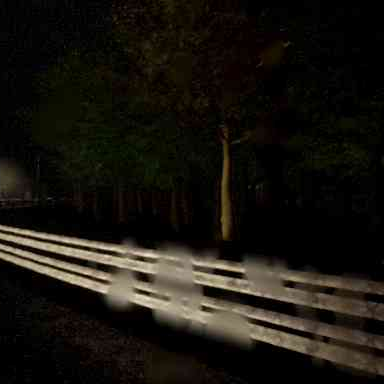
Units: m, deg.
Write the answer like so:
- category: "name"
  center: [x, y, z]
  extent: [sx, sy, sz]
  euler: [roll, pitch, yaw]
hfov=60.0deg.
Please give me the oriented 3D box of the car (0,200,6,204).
- category: "car"
  center: [-40.912, 2.338, 69.938]
  extent: [1.882, 1.535, 5.008]
  euler: [-1, 0, -10]
